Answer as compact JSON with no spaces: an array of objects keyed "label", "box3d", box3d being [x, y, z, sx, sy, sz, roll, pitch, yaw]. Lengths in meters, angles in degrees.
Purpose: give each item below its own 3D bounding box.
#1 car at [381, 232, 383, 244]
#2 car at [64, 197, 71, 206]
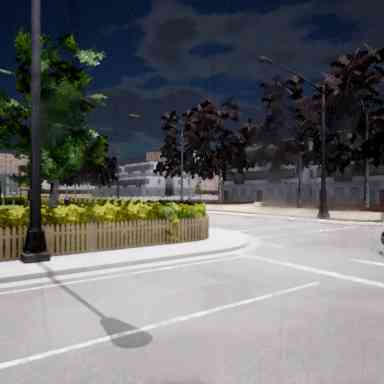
[{"label":"car","box3d":[7.455,1.664,10.000,1.895,1.301,4.718,1,-1,13]},{"label":"car","box3d":[-18.650,1.510,51.481,2.128,1.511,4.902,0,0,-36]}]
